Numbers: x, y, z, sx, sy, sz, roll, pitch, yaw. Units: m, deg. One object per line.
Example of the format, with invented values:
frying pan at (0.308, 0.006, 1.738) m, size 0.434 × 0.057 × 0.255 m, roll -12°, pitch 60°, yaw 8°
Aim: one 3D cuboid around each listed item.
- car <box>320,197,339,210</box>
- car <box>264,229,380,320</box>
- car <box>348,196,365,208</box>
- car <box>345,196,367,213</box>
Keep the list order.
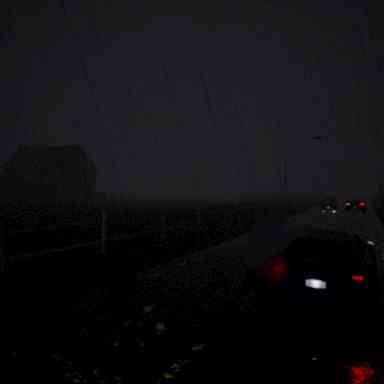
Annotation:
car at (16.659, 1.328, 40.013) m, size 2.033 × 1.411 × 5.357 m, roll 0°, pitch 1°, yaw 27°
car at (3.020, 1.523, 7.446) m, size 1.994 × 1.385 × 4.181 m, roll 0°, pitch 0°, yaw 27°
car at (21.787, 1.296, 43.976) m, size 1.812 × 1.442 × 4.674 m, roll 0°, pitch 1°, yaw 27°
car at (17.111, 1.349, 34.761) m, size 1.812 × 1.442 × 4.674 m, roll 0°, pitch 0°, yaw 28°
